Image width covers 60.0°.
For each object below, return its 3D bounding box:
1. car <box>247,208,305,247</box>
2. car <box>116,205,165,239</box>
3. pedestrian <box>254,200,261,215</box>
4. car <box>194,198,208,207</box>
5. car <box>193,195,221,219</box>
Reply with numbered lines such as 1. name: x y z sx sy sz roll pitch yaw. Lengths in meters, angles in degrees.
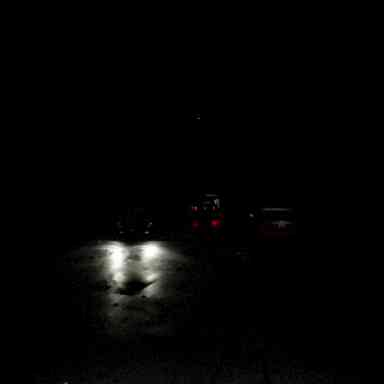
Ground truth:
1. car: 3.582 1.417 14.796 1.970 1.475 3.806 0 0 2
2. car: -2.593 1.487 17.776 1.882 1.535 5.008 0 0 3
3. pedestrian: 3.392 1.289 17.168 0.375 1.860 0.375 -1 1 -12
4. car: 1.614 1.837 58.847 1.994 1.385 4.181 0 0 9
5. car: 1.313 1.419 30.413 2.097 1.767 4.553 0 0 6
